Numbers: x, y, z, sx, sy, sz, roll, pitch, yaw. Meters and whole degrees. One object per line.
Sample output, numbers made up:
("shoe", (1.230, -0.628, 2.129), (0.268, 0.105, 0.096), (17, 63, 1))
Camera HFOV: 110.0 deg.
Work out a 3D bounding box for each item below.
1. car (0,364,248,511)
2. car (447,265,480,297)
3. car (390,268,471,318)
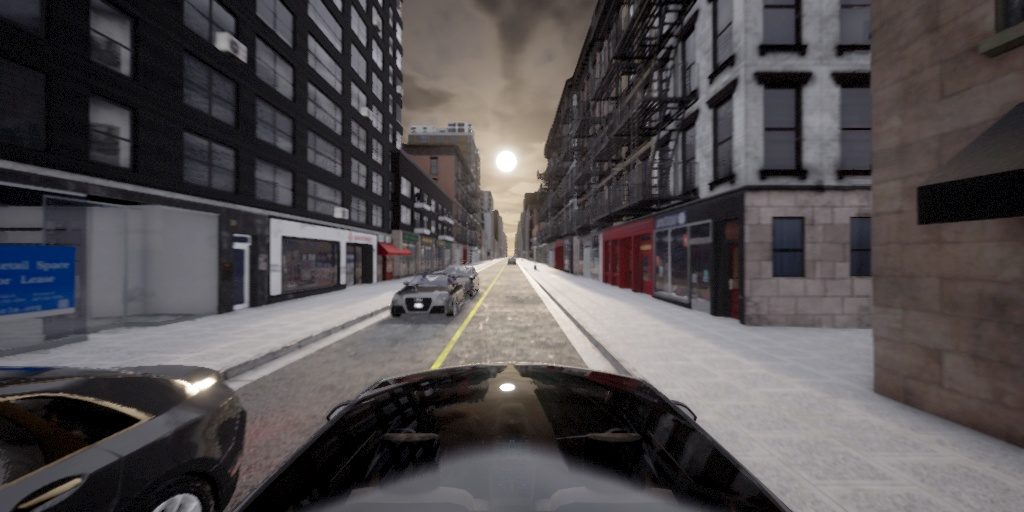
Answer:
("car", (-2.848, 1.256, 0.614), (1.837, 1.490, 4.892), (0, 0, 0))
("car", (-2.755, 1.265, 18.892), (2.128, 1.511, 4.902), (0, 0, 0))
("car", (-2.836, 1.313, 12.880), (1.994, 1.385, 4.181), (0, 0, 0))
